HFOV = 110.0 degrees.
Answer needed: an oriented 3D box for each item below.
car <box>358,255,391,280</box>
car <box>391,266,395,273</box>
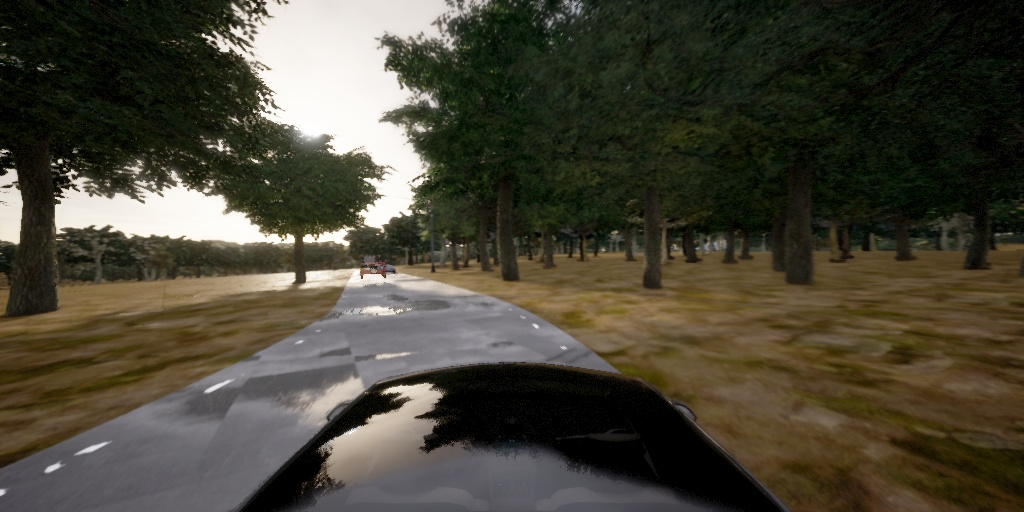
[{"bbox_3d":[-12.219,0.932,31.472,2.150,2.045,5.566,-1,0,-23],"label":"car"},{"bbox_3d":[-19.910,2.076,57.682,1.994,1.385,4.181,-1,-1,-23],"label":"car"}]
